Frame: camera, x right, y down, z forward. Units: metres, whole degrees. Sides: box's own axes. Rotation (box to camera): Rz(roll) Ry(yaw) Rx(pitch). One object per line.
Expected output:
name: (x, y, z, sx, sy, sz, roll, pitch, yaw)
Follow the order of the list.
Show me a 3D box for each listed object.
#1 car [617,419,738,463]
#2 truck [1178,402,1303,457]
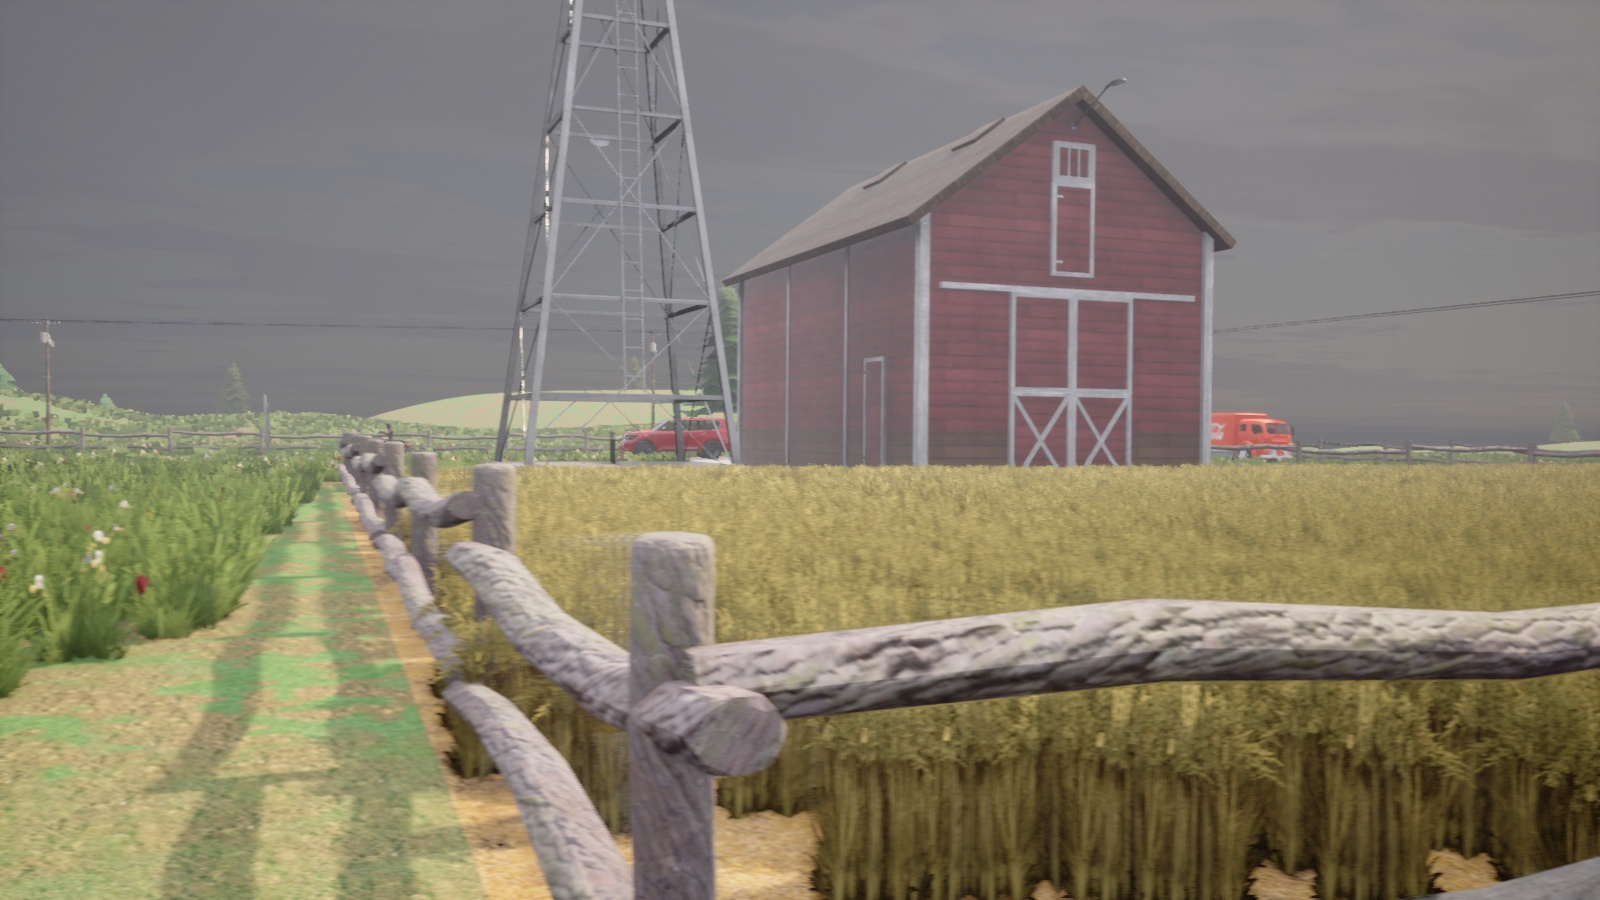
car: (-5.956, -0.451, 61.006, 5.566, 2.045, 2.150, -1, 1, -15)
truck: (20.603, -0.950, 58.995, 2.627, 2.467, 5.204, 0, 1, -26)
